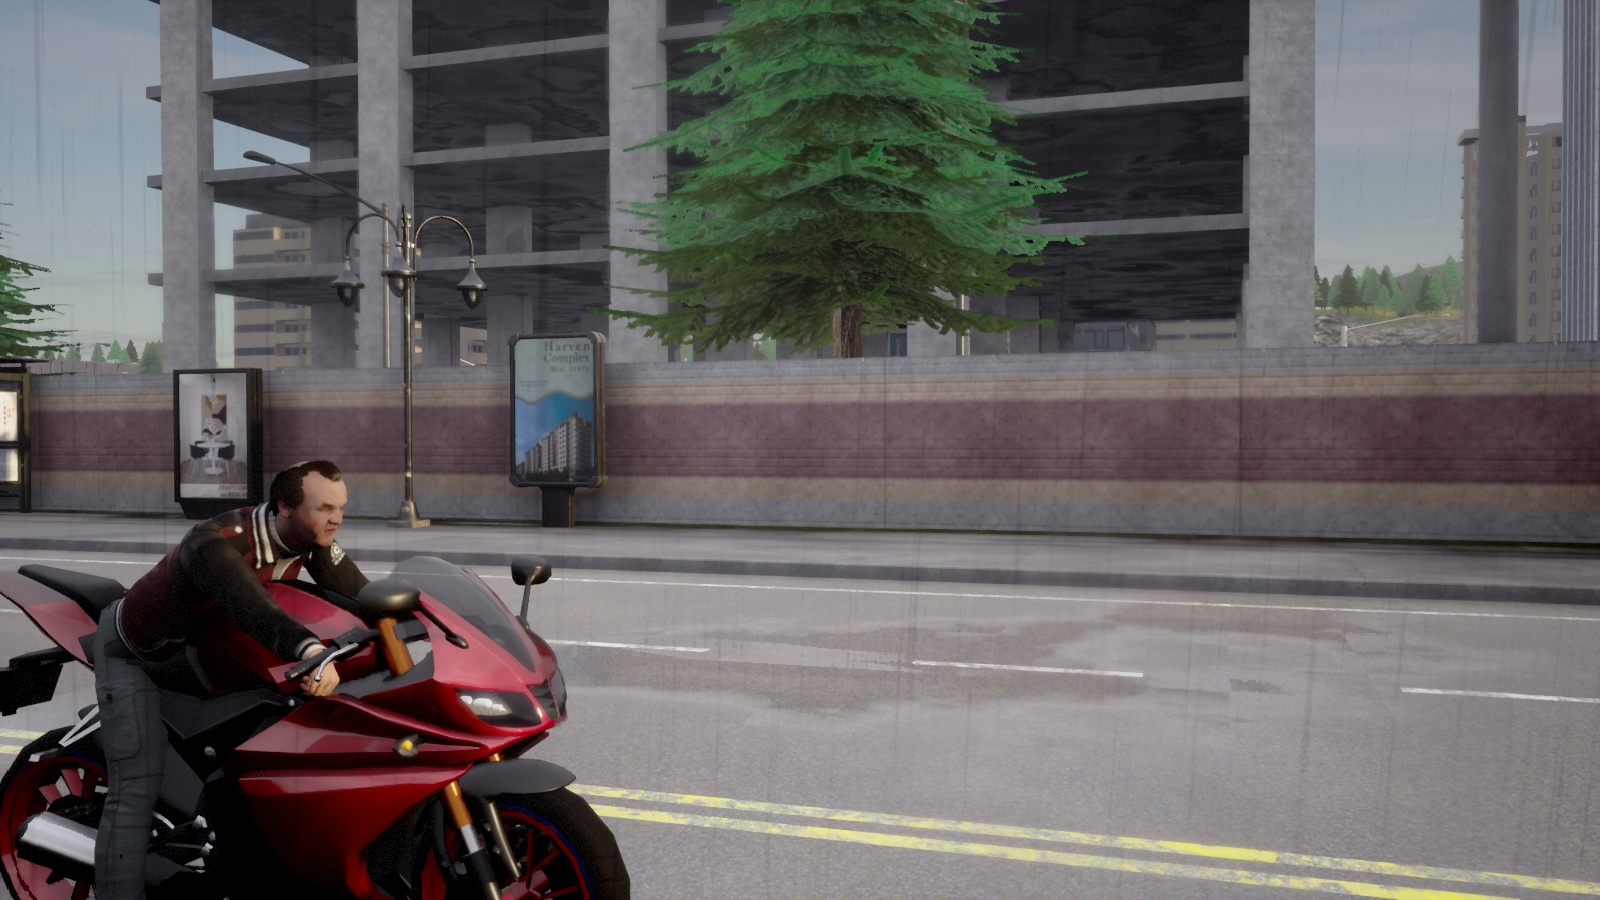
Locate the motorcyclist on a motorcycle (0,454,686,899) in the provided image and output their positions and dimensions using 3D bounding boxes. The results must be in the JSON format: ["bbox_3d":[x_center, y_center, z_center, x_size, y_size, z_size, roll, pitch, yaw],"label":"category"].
[{"bbox_3d":[-1.520,0.797,3.704,2.191,1.530,0.866,1,1,19],"label":"motorcyclist on a motorcycle"}]
